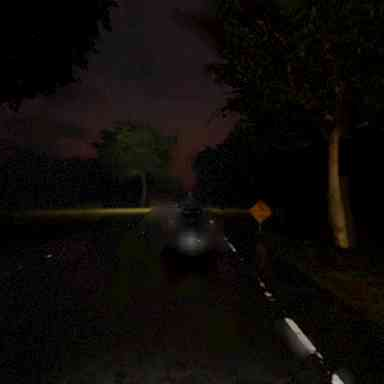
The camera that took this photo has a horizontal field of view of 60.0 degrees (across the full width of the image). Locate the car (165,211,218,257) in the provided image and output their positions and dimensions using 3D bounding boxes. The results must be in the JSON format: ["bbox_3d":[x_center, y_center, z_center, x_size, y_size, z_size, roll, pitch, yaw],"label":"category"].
[{"bbox_3d":[0.001,1.700,13.598,1.994,1.385,4.181,0,-1,0],"label":"car"}]

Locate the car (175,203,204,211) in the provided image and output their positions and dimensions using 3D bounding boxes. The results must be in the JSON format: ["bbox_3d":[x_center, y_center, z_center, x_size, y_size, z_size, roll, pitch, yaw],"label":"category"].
[{"bbox_3d":[-0.022,1.833,28.539,2.128,1.511,4.902,0,-1,0],"label":"car"}]

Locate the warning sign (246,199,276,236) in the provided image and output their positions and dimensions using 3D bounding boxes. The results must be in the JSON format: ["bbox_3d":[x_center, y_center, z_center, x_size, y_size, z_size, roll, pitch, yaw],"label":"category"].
[{"bbox_3d":[3.541,1.288,17.191,1.300,1.860,1.060,1,0,0],"label":"warning sign"}]

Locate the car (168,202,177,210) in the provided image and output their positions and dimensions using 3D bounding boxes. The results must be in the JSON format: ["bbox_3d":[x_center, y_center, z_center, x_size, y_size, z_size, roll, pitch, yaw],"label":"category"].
[{"bbox_3d":[-3.609,2.653,64.535,1.837,1.490,4.892,0,-1,0],"label":"car"}]
